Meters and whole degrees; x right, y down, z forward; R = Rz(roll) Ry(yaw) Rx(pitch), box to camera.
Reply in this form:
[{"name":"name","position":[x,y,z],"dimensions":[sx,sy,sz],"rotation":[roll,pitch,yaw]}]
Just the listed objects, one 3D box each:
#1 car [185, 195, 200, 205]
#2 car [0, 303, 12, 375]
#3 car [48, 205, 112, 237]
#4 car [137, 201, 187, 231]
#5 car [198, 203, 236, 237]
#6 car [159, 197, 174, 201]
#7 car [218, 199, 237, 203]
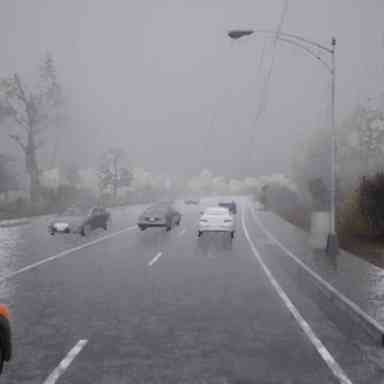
[{"name":"car","position":[0.039,1.372,58.307],"dimensions":[2.097,1.767,4.553],"rotation":[0,0,9]},{"name":"car","position":[-3.256,1.342,2.209],"dimensions":[2.097,1.767,4.553],"rotation":[0,0,1]},{"name":"car","position":[-5.890,1.477,18.028],"dimensions":[2.128,1.511,4.902],"rotation":[0,0,6]},{"name":"car","position":[-1.878,1.550,20.649],"dimensions":[2.033,1.411,5.357],"rotation":[0,0,7]},{"name":"car","position":[1.387,1.541,18.303],"dimensions":[1.812,1.442,4.674],"rotation":[0,0,6]},{"name":"car","position":[-4.151,1.549,54.175],"dimensions":[2.033,1.411,5.357],"rotation":[0,0,9]},{"name":"car","position":[3.831,1.509,36.049],"dimensions":[1.882,1.535,5.008],"rotation":[0,0,9]}]
